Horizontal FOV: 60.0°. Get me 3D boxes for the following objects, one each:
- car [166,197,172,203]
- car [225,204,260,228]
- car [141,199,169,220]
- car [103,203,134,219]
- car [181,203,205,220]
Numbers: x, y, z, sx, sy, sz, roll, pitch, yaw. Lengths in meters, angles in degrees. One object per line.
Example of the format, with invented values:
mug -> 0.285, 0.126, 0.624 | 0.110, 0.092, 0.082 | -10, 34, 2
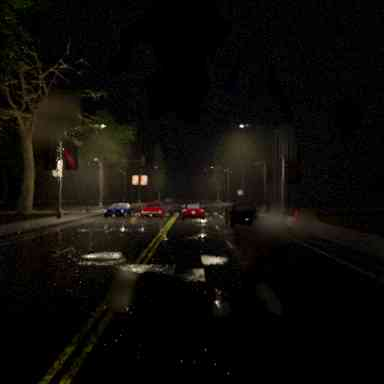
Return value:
car -> -6.509, 2.181, 91.565 | 1.812, 1.442, 4.674 | 0, -1, 0
car -> 3.347, 1.527, 22.721 | 1.882, 1.535, 5.008 | 0, 0, 0
car -> -3.295, 1.613, 29.075 | 1.812, 1.442, 4.674 | 0, 0, 1
car -> -6.536, 1.695, 30.060 | 1.895, 1.301, 4.718 | 0, 0, 1
car -> 0.100, 1.650, 28.917 | 1.994, 1.385, 4.181 | 0, 0, 0
